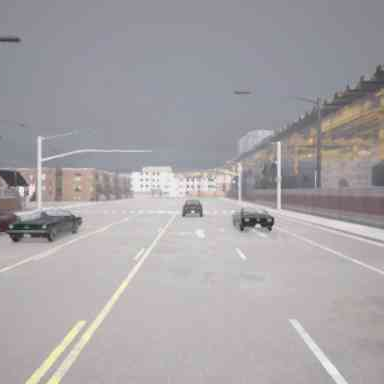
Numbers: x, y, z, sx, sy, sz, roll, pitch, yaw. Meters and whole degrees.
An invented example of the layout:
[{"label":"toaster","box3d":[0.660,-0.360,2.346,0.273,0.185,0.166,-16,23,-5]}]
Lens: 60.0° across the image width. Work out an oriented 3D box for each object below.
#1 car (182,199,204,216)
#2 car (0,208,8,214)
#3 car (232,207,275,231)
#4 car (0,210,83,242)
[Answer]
[{"label":"car","box3d":[0.077,1.454,31.583,1.837,1.490,4.892,0,0,0]},{"label":"car","box3d":[-10.560,1.536,17.118,1.994,1.385,4.181,0,0,1]},{"label":"car","box3d":[3.606,1.567,20.436,1.895,1.301,4.718,0,0,0]},{"label":"car","box3d":[-7.064,1.574,16.467,1.895,1.301,4.718,0,0,0]}]
